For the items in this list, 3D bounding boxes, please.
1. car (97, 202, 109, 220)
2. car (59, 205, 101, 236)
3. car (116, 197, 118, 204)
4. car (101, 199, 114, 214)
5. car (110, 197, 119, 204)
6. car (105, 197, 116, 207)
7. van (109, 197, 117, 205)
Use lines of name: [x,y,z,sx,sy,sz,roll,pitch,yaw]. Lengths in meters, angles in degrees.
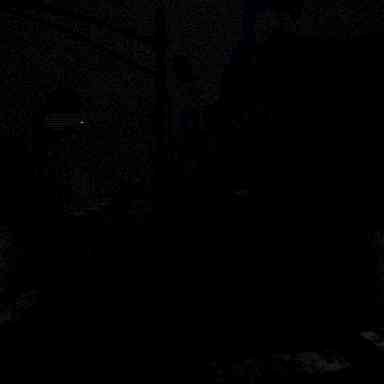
car: [-8.939,1.897,30.743,1.802,1.307,4.206,-1,0,-11]
car: [-6.755,1.747,19.897,1.887,1.381,4.507,-1,0,-11]
car: [-15.493,2.202,63.284,2.008,1.369,4.403,-1,0,-11]
car: [-11.124,1.972,41.590,1.887,1.381,4.507,-1,0,-11]
car: [-20.958,2.249,90.402,2.192,1.841,5.009,-1,0,-11]
car: [-12.218,1.923,47.014,1.967,1.590,4.097,-1,0,-11]
van: [-18.773,2.162,79.555,1.690,1.788,3.998,-1,0,-11]
